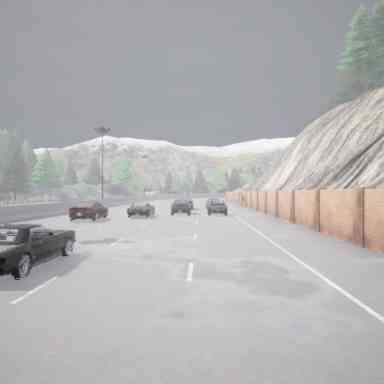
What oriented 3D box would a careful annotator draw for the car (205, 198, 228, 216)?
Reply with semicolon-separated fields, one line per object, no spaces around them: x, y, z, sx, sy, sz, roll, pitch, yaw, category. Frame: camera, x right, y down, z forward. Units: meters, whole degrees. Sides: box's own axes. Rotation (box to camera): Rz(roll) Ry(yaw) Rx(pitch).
2.454;1.491;32.798;2.128;1.511;4.902;0;0;1;car

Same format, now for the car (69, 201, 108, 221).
-8.213;1.477;26.884;1.882;1.535;5.008;0;0;2;car

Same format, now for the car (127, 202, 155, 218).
-4.607;1.600;30.663;1.895;1.301;4.718;0;0;2;car

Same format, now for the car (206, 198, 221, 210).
2.740;1.525;43.241;1.812;1.442;4.674;0;0;2;car

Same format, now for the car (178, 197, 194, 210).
-0.754;1.476;43.480;1.882;1.535;5.008;0;0;2;car

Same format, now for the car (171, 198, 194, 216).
-1.041;1.504;33.039;1.837;1.490;4.892;0;0;1;car

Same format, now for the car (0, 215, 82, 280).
-5.181;1.600;9.960;1.895;1.301;4.718;0;0;2;car
